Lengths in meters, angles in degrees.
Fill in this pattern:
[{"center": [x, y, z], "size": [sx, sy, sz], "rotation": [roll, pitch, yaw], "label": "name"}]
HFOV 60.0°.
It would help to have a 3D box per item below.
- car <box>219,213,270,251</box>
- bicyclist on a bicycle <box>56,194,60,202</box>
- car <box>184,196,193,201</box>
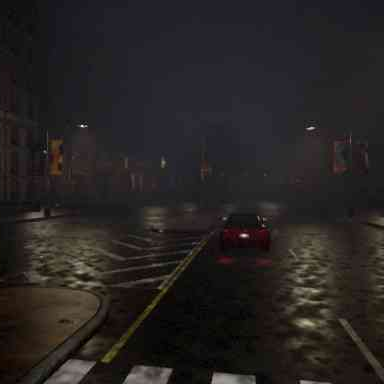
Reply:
[{"center": [2.242, 1.571, 14.184], "size": [1.994, 1.385, 4.181], "rotation": [0, 0, 9], "label": "car"}, {"center": [-26.877, 1.299, 66.740], "size": [0.582, 1.620, 1.656], "rotation": [0, 0, 9], "label": "bicyclist on a bicycle"}, {"center": [-0.924, 1.594, 85.445], "size": [1.895, 1.301, 4.718], "rotation": [0, 0, 9], "label": "car"}]
